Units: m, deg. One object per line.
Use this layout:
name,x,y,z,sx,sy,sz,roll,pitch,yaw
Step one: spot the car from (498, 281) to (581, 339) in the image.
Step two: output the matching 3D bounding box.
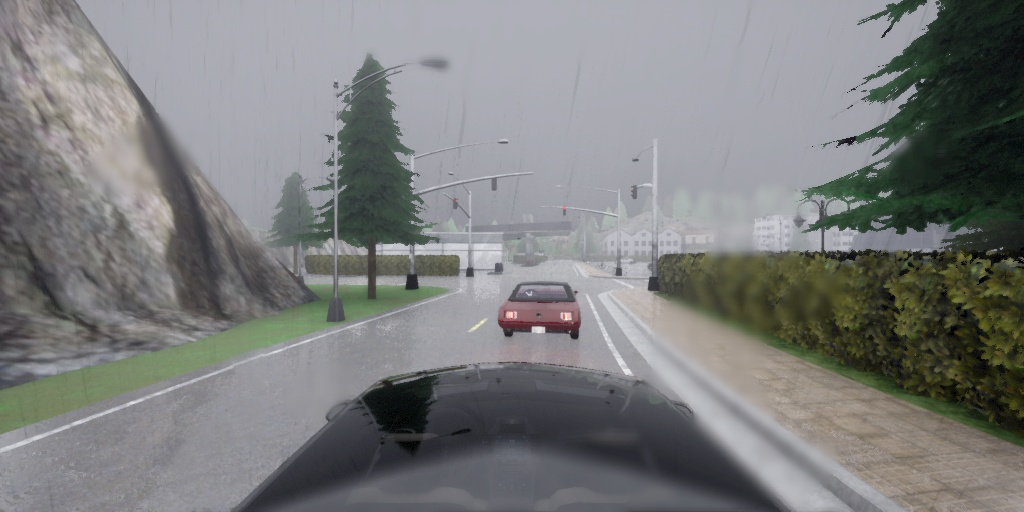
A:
car,0.918,1.351,10.149,1.895,1.301,4.718,0,0,8
